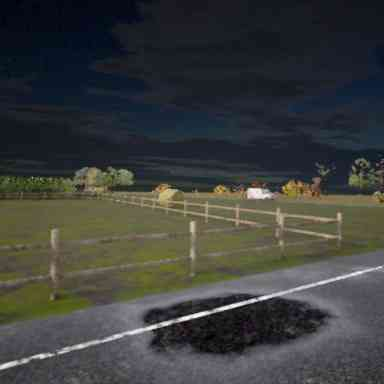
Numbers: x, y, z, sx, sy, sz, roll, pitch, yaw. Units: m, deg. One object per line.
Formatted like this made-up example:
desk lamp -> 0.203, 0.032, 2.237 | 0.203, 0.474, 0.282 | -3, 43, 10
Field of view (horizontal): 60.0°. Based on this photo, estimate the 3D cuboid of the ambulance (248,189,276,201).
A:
ambulance -> 14.399, 0.544, 68.822 | 2.351, 2.431, 6.366 | 2, 0, -32
